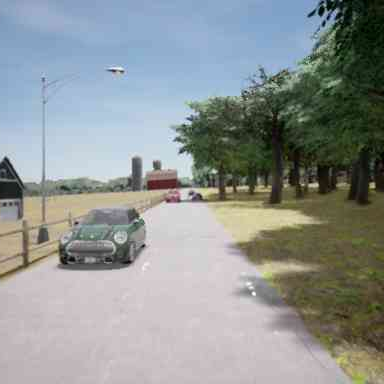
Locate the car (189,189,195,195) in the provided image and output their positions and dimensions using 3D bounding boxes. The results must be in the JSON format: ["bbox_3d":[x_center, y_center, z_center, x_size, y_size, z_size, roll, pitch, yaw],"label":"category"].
[{"bbox_3d":[0.002,-0.047,93.520,1.812,1.442,4.674,0,2,0],"label":"car"}]

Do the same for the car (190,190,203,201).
[{"bbox_3d":[0.963,0.825,58.944,1.812,1.442,4.674,0,1,0],"label":"car"}]

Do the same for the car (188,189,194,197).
[{"bbox_3d":[0.001,0.314,78.119,1.837,1.490,4.892,0,1,0],"label":"car"}]

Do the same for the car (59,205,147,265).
[{"bbox_3d":[-2.850,1.307,11.537,2.097,1.767,4.553,0,0,0],"label":"car"}]

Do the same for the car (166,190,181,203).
[{"bbox_3d":[-2.822,0.665,51.734,2.150,2.045,5.566,0,1,0],"label":"car"}]
